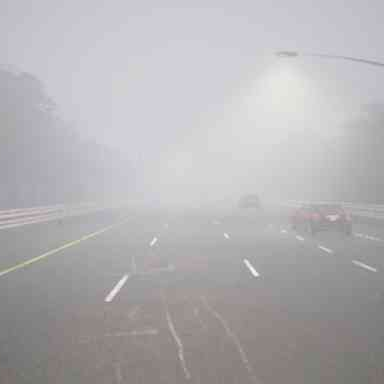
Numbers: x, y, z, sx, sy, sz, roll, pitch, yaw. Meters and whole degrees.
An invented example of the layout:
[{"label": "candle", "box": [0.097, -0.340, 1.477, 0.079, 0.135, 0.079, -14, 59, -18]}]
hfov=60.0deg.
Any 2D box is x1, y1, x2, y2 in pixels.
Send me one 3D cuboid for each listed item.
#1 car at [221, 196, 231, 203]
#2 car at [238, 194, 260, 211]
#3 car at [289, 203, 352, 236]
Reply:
[{"label": "car", "box": [7.256, 1.537, 70.980, 1.882, 1.535, 5.008, 0, 0, 0]}, {"label": "car", "box": [7.084, 1.257, 41.658, 2.150, 2.045, 5.566, 0, 0, 0]}, {"label": "car", "box": [7.013, 1.364, 18.652, 2.097, 1.767, 4.553, 0, 0, 0]}]
